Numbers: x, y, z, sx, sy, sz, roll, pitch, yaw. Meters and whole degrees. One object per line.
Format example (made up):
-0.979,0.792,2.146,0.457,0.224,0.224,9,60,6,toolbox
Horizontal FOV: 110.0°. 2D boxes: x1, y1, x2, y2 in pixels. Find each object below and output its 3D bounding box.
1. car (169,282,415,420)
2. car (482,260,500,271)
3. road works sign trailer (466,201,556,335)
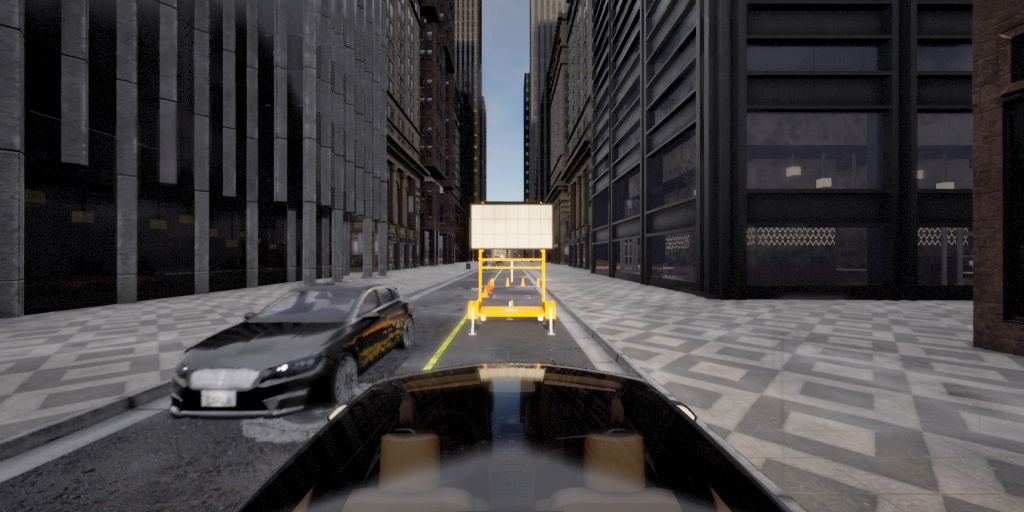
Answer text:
-3.101,1.241,6.241,2.128,1.511,4.902,0,0,0,car
-3.120,1.255,48.983,2.128,1.511,4.902,0,0,0,car
-0.001,0.215,10.480,2.380,3.560,2.880,0,0,0,road works sign trailer
